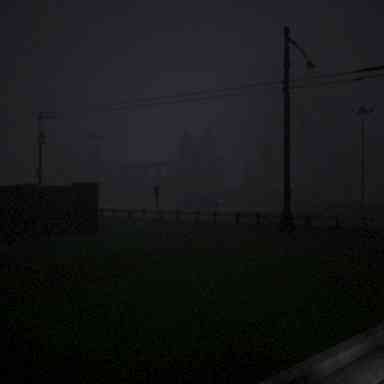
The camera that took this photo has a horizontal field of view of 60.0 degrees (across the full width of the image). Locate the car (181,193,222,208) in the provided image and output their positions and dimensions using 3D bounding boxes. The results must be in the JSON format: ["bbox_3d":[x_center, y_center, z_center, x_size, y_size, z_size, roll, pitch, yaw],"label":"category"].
[{"bbox_3d":[1.276,1.139,44.848,5.566,2.045,2.150,0,1,13],"label":"car"}]
